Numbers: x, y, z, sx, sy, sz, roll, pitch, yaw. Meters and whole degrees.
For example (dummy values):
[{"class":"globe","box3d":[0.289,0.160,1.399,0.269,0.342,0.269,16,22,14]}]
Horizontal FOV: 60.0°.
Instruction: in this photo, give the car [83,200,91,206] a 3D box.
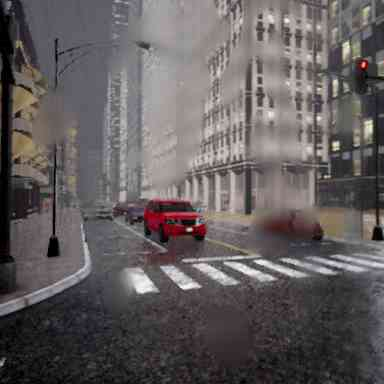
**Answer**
[{"class":"car","box3d":[-28.383,2.924,89.826,1.752,1.417,4.829,1,-1,-19]}]

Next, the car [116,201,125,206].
[{"class":"car","box3d":[-18.682,2.972,87.350,1.802,1.307,4.206,1,-1,-19]}]

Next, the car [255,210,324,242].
[{"class":"car","box3d":[5.063,1.663,17.876,1.967,1.590,4.097,1,-1,-19]}]

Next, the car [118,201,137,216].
[{"class":"car","box3d":[-7.685,2.080,37.310,1.994,1.385,4.181,1,-1,-19]}]

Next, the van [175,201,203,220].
[{"class":"van","box3d":[-0.416,1.827,33.911,1.690,1.788,3.998,1,-1,-19]}]

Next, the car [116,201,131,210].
[{"class":"car","box3d":[-12.910,2.501,62.508,2.033,1.411,5.357,1,-1,-21]}]

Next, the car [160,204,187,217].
[{"class":"car","box3d":[-2.243,2.125,39.251,2.008,1.369,4.403,1,-1,-19]}]

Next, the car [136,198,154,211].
[{"class":"car","box3d":[-8.296,2.122,58.257,2.150,2.045,5.566,1,-1,-19]}]

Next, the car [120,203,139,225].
[{"class":"car","box3d":[-4.446,1.907,27.798,2.033,1.411,5.357,1,-1,-18]}]

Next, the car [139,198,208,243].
[{"class":"car","box3d":[-1.078,1.418,17.850,2.150,2.045,5.566,1,-1,-21]}]

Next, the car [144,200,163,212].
[{"class":"car","box3d":[-6.008,2.134,51.577,2.097,1.767,4.553,1,-1,-19]}]

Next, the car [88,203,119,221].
[{"class":"car","box3d":[-8.348,1.955,31.199,2.008,1.369,4.403,1,-1,-19]}]

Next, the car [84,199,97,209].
[{"class":"car","box3d":[-19.305,2.257,63.269,2.192,1.841,5.009,1,-1,-19]}]

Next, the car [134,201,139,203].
[{"class":"car","box3d":[-9.878,2.154,53.573,2.097,1.767,4.553,1,-1,-19]}]

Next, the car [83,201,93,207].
[{"class":"car","box3d":[-24.784,2.767,79.298,2.008,1.369,4.403,1,-1,-19]}]
